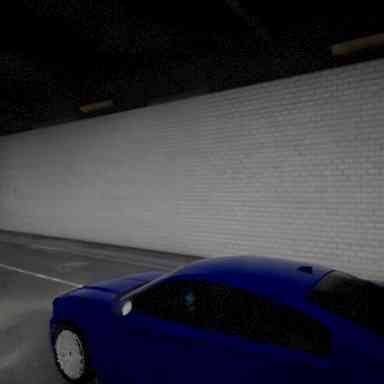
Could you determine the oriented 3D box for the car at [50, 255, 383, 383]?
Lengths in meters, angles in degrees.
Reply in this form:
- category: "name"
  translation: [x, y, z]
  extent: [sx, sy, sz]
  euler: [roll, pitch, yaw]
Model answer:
- category: "car"
  translation: [0.423, 1.478, 3.690]
  extent: [5.008, 1.535, 1.882]
  euler: [0, 0, 35]
